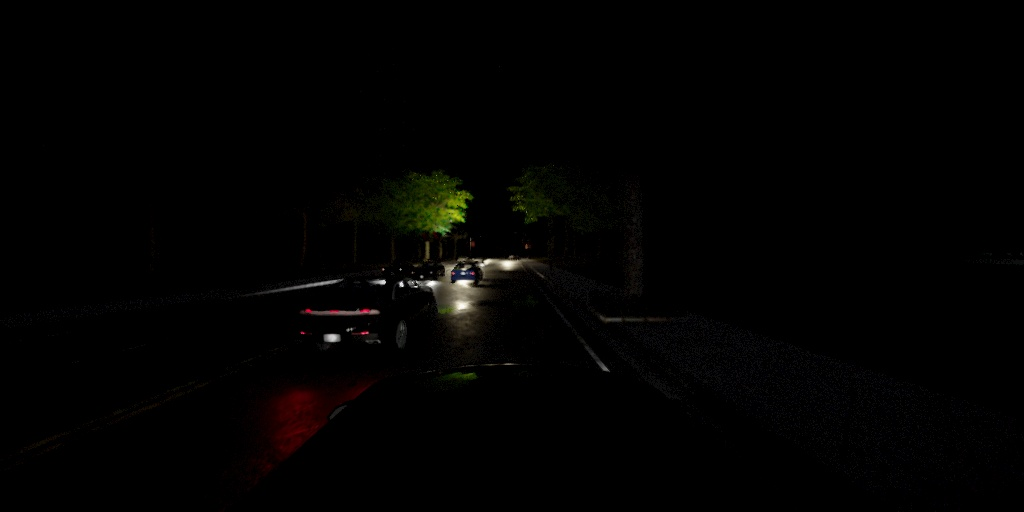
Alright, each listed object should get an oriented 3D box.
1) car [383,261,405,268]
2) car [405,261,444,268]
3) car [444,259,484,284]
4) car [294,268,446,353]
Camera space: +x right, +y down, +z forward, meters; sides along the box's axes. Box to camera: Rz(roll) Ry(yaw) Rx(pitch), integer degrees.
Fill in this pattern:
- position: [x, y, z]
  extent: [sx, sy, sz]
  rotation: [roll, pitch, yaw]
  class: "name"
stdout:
- position: [-9.854, 1.159, 31.613]
  extent: [1.895, 1.301, 4.718]
  rotation: [0, 0, 0]
  class: "car"
- position: [-6.607, 1.127, 28.916]
  extent: [2.033, 1.411, 5.357]
  rotation: [0, 0, 0]
  class: "car"
- position: [-3.156, 1.153, 25.570]
  extent: [2.033, 1.411, 5.357]
  rotation: [0, 0, 0]
  class: "car"
- position: [-3.152, 1.208, 8.705]
  extent: [2.128, 1.511, 4.902]
  rotation: [0, 0, 0]
  class: "car"
